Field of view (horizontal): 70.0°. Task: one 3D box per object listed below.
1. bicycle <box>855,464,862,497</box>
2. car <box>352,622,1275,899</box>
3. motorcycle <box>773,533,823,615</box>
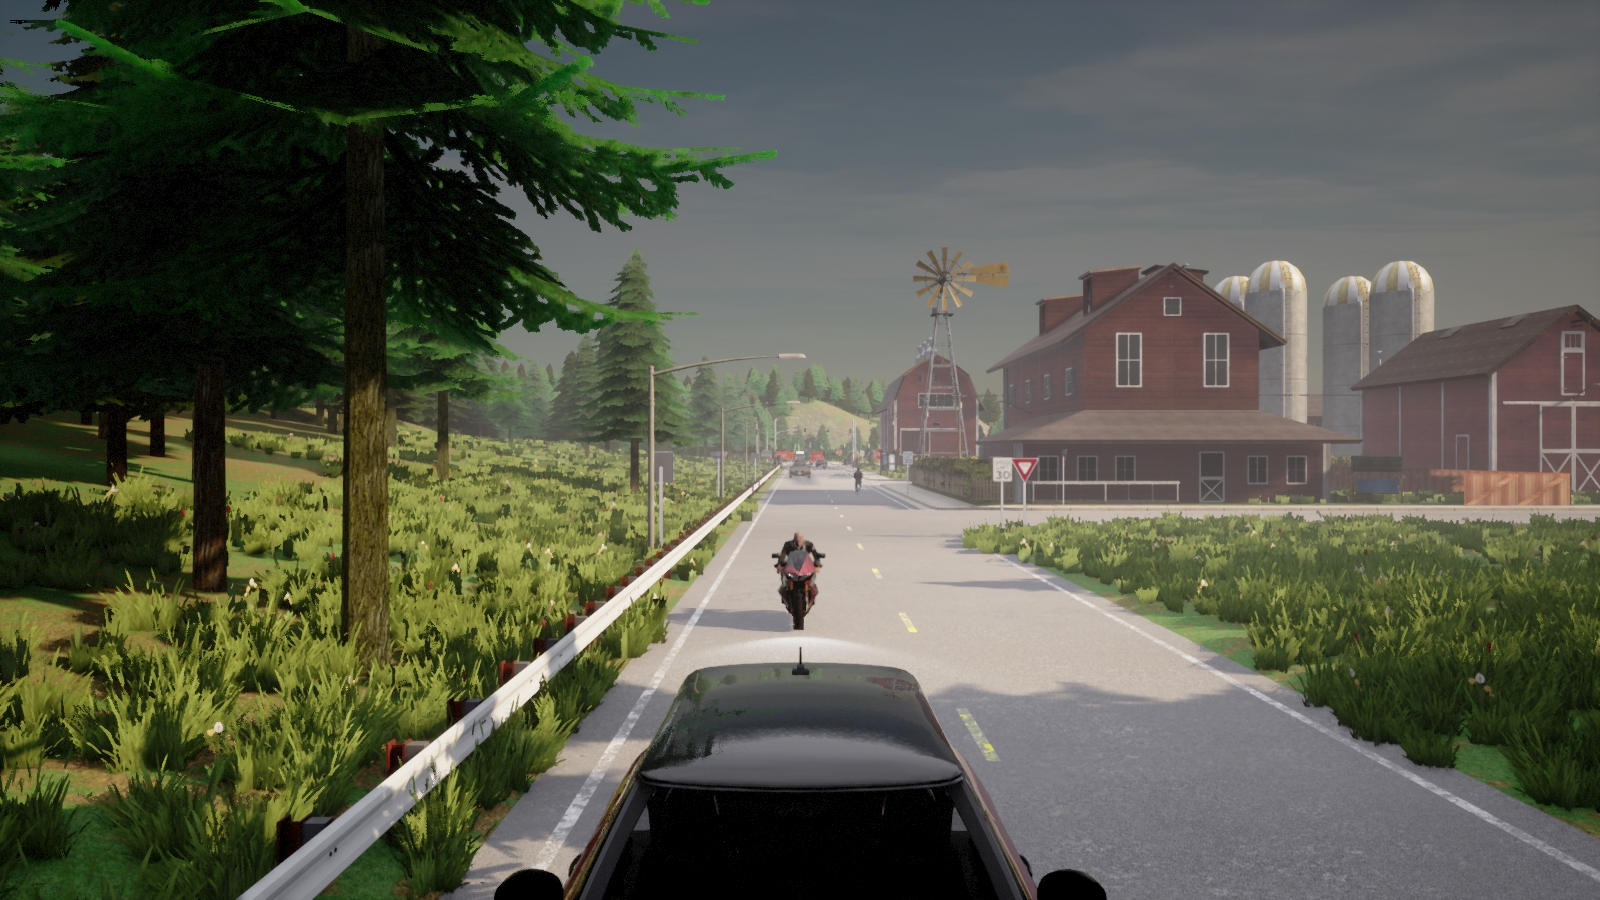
[{"bbox_3d":[3.513,1.836,68.914,0.329,1.919,1.835,0,0,0],"label":"bicycle"},{"bbox_3d":[0.033,1.906,4.501,2.097,1.767,4.553,0,0,0],"label":"car"},{"bbox_3d":[-0.038,2.205,20.706,0.867,1.251,2.209,0,0,0],"label":"motorcycle"}]
